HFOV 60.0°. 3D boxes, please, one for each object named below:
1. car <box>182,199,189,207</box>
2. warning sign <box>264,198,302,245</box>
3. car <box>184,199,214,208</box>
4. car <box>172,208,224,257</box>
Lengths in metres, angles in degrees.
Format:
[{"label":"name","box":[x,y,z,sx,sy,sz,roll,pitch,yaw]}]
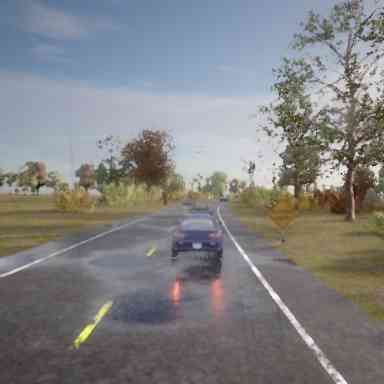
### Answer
[{"label":"car","box":[-0.553,1.932,58.880,1.994,1.385,4.181,0,0,6]},{"label":"warning sign","box":[3.739,1.183,13.763,1.300,1.860,1.060,-1,-1,1]},{"label":"car","box":[0.762,1.635,27.446,2.128,1.511,4.902,0,0,3]},{"label":"car","box":[0.250,1.589,13.172,1.812,1.442,4.674,0,0,2]}]
